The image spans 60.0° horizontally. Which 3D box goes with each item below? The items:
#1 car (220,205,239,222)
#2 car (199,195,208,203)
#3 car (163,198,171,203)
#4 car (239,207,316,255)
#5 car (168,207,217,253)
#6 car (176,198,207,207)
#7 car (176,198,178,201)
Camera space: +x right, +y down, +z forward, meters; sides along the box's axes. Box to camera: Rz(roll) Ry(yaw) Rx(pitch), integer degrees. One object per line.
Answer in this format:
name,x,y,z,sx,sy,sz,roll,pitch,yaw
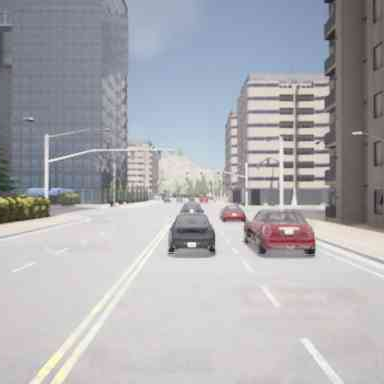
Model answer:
car,3.543,1.837,29.263,1.994,1.385,4.181,0,-1,2
car,3.465,2.078,94.502,2.150,2.045,5.566,0,-1,0
car,-7.035,2.422,94.241,1.994,1.385,4.181,0,-1,0
car,3.499,1.482,14.086,2.097,1.767,4.553,0,-1,0
car,0.000,1.642,14.307,1.837,1.490,4.892,0,0,0
car,-0.021,1.621,29.082,2.097,1.767,4.553,0,-1,0
car,-3.535,2.395,94.243,2.128,1.511,4.902,0,-1,0
